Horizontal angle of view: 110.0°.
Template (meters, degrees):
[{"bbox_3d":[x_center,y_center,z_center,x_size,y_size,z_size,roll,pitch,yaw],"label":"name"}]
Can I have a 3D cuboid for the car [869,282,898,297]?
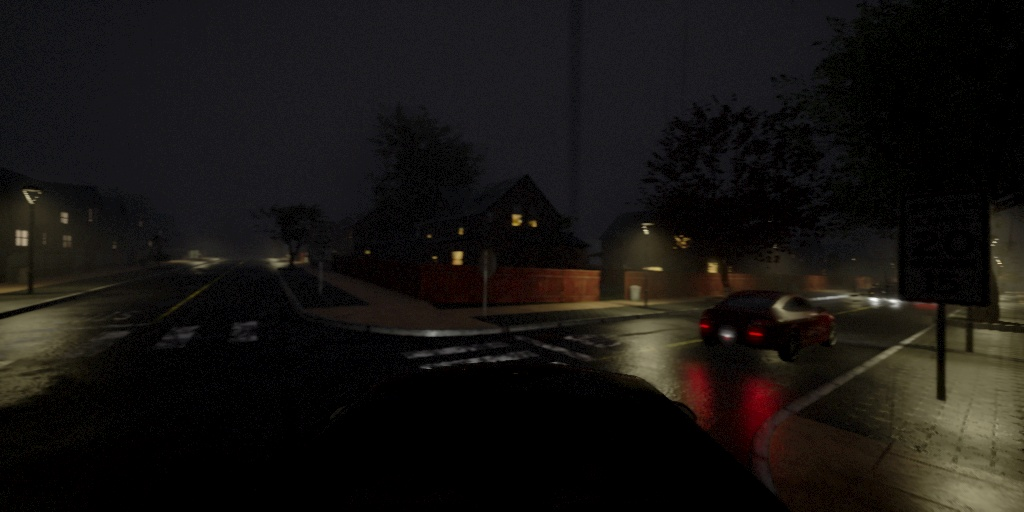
[{"bbox_3d":[33.509,3.021,31.890,4.181,1.385,1.994,3,-2,-36],"label":"car"}]

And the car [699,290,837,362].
[{"bbox_3d":[6.549,1.600,9.126,4.674,1.442,1.812,3,-2,-36],"label":"car"}]
